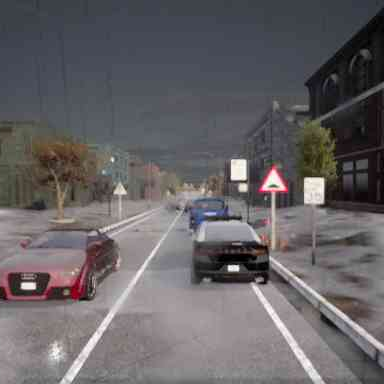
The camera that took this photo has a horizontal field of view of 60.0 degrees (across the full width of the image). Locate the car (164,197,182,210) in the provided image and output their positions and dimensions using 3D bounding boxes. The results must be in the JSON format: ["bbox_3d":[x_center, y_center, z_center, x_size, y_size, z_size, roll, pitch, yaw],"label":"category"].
[{"bbox_3d":[-3.024,1.854,50.894,2.097,1.767,4.553,0,-1,0],"label":"car"}]

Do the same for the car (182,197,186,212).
[{"bbox_3d":[0.086,1.810,45.926,2.097,1.767,4.553,0,-1,1],"label":"car"}]

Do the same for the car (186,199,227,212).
[{"bbox_3d":[0.924,1.400,19.769,2.150,2.045,5.566,0,-1,0],"label":"car"}]

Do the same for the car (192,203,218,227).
[{"bbox_3d":[0.932,1.702,25.928,1.801,1.575,5.366,0,-1,0],"label":"car"}]

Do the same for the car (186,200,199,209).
[{"bbox_3d":[0.076,2.110,58.330,2.033,1.411,5.357,0,0,0],"label":"car"}]

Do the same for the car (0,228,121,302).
[{"bbox_3d":[-3.090,1.610,8.280,1.994,1.385,4.181,0,-1,0],"label":"car"}]

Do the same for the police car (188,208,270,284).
[{"bbox_3d":[0.911,1.488,9.847,1.930,1.638,5.238,0,-1,0],"label":"police car"}]
